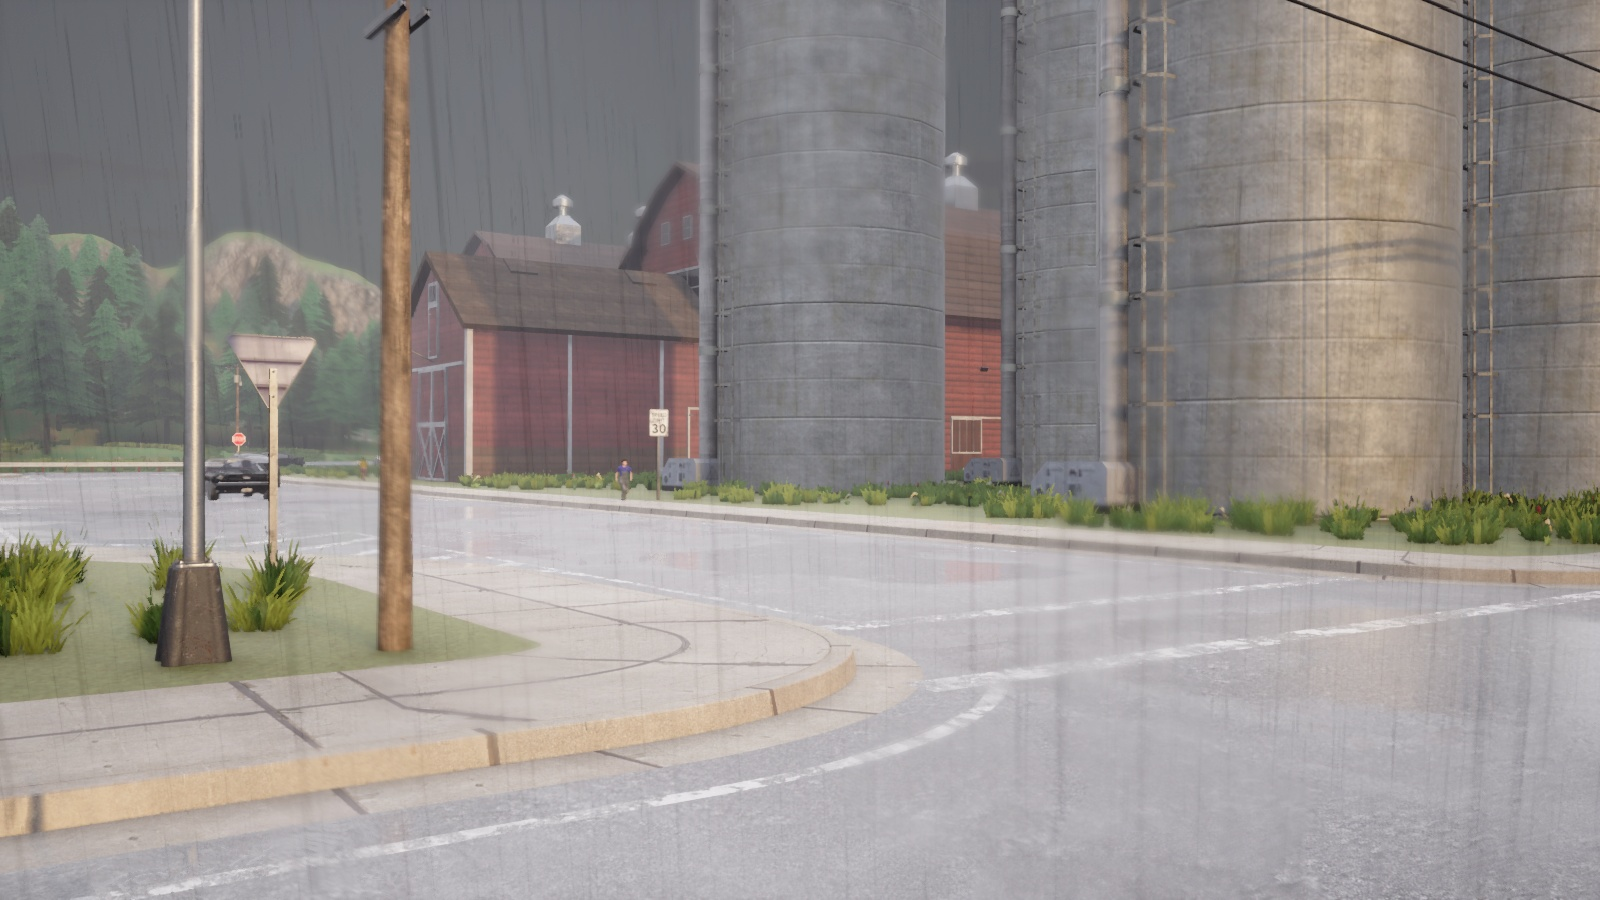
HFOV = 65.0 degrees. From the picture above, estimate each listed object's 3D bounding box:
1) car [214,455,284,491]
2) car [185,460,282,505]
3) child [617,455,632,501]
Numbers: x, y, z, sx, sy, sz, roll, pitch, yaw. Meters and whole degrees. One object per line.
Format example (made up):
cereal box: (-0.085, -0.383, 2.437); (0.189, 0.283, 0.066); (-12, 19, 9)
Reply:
car: (-23.483, 0.951, 53.442); (1.812, 1.442, 4.674); (0, 0, -36)
car: (-18.010, 0.981, 39.796); (1.895, 1.301, 4.718); (0, 0, -36)
child: (-4.872, 0.776, 34.898); (0.270, 1.263, 0.437); (0, 0, -28)
